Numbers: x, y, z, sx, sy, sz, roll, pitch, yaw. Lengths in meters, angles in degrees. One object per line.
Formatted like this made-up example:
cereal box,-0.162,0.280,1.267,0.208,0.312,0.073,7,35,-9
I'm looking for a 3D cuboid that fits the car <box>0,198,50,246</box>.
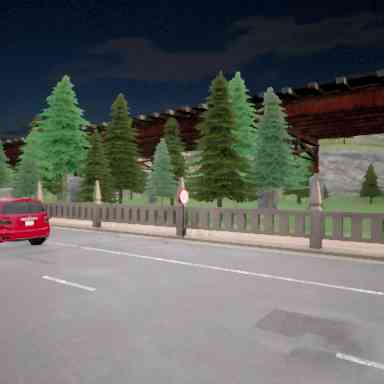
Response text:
car,-8.293,1.258,14.084,5.566,2.045,2.150,0,0,36
